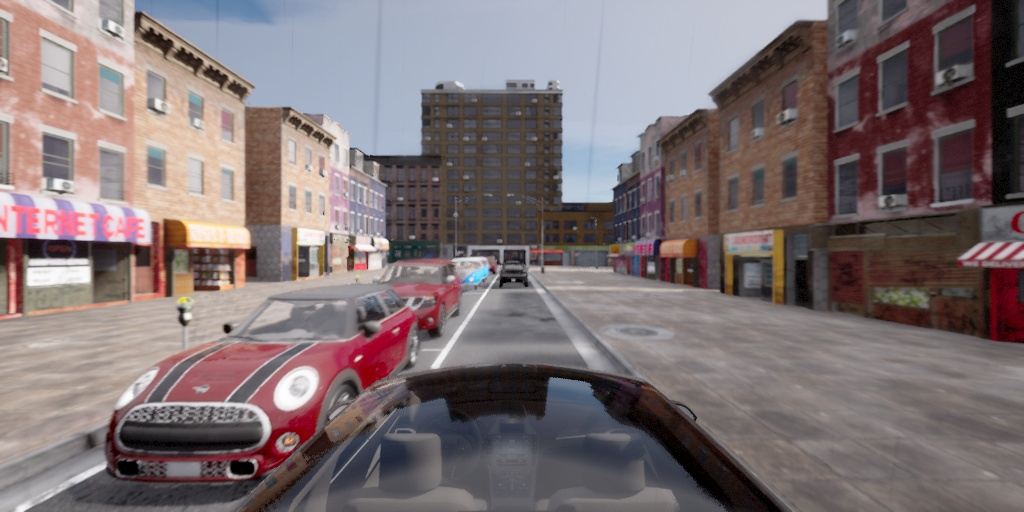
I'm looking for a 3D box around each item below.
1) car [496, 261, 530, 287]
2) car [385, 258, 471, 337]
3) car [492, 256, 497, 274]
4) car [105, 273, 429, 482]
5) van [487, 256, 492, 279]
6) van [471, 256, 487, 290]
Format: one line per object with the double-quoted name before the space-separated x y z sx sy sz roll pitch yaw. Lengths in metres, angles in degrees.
"car" 0.096 1.165 23.785 1.837 1.490 4.892 0 1 0
"car" -2.636 1.031 10.318 2.192 1.841 5.009 0 0 0
"car" -2.632 0.910 37.540 2.192 1.841 5.009 0 0 0
"car" -2.637 1.178 4.874 1.967 1.591 4.097 0 0 0
"van" -2.633 0.987 26.651 1.690 1.789 3.998 0 0 0
"van" -2.634 1.011 21.207 1.690 1.789 3.998 0 0 0
